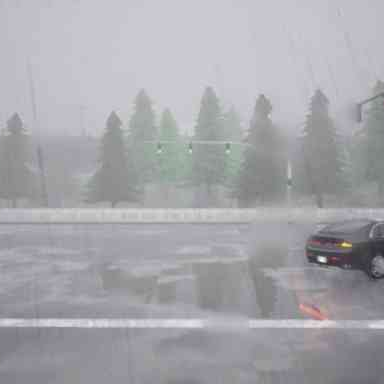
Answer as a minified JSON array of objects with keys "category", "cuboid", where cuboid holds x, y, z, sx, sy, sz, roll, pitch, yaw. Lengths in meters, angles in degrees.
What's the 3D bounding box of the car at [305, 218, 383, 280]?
[{"category":"car","cuboid":[5.654,1.548,10.022,4.892,1.490,1.837,0,-3,-27]}]
